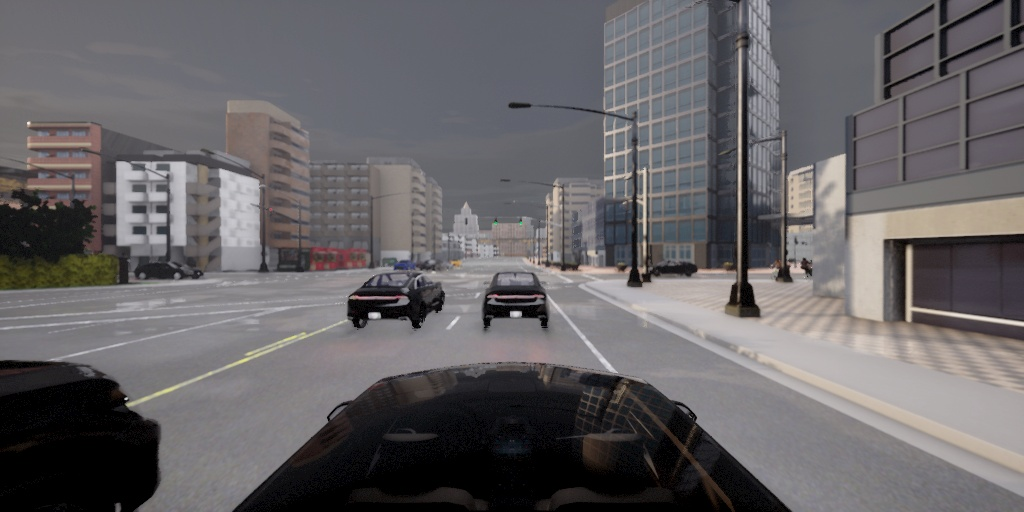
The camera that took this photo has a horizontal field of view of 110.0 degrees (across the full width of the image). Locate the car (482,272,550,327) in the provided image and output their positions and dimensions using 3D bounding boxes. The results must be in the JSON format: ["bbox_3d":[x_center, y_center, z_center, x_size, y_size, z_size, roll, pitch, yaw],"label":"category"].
[{"bbox_3d":[0.101,1.248,11.502,2.128,1.511,4.902,0,0,0],"label":"car"}]

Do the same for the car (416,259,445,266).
[{"bbox_3d":[-10.570,1.216,46.751,1.882,1.535,5.008,0,0,0],"label":"car"}]

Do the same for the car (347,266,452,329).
[{"bbox_3d":[-3.405,1.253,11.312,2.128,1.511,4.902,0,0,0],"label":"car"}]

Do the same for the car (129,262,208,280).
[{"bbox_3d":[-28.750,1.244,30.142,4.892,1.490,1.837,0,0,1],"label":"car"}]

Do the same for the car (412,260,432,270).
[{"bbox_3d":[-14.058,1.369,56.299,1.994,1.385,4.181,0,0,0],"label":"car"}]

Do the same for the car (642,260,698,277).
[{"bbox_3d":[14.704,1.152,33.472,4.902,1.511,2.128,0,0,1],"label":"car"}]

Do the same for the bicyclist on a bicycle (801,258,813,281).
[{"bbox_3d":[21.101,0.930,25.572,1.656,1.620,0.582,-19,-7,-27],"label":"bicyclist on a bicycle"}]

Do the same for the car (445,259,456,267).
[{"bbox_3d":[-10.568,1.400,56.092,1.895,1.301,4.718,0,0,0],"label":"car"}]

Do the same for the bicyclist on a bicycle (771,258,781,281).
[{"bbox_3d":[19.160,0.997,25.774,1.656,1.620,0.582,-1,1,-23],"label":"bicyclist on a bicycle"}]

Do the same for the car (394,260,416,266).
[{"bbox_3d":[-14.065,1.220,47.301,1.882,1.535,5.008,0,0,0],"label":"car"}]
